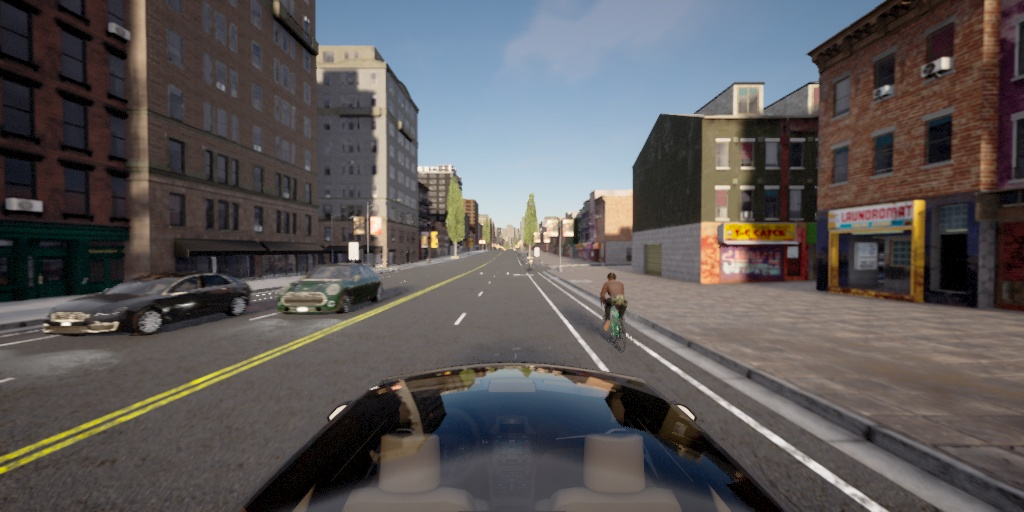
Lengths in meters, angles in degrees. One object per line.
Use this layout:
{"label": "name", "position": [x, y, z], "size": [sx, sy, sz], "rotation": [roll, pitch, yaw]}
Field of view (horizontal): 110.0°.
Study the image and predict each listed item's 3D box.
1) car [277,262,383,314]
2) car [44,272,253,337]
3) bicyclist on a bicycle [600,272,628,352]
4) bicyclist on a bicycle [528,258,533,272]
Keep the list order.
{"label": "car", "position": [-6.600, 1.082, 13.529], "size": [2.097, 1.767, 4.553], "rotation": [0, 0, 0]}
{"label": "car", "position": [-9.851, 1.244, 10.347], "size": [1.837, 1.490, 4.892], "rotation": [0, 0, 0]}
{"label": "bicyclist on a bicycle", "position": [2.250, 1.196, 7.940], "size": [0.582, 1.620, 1.656], "rotation": [0, 0, 0]}
{"label": "bicyclist on a bicycle", "position": [2.231, 1.025, 41.981], "size": [0.866, 1.612, 1.509], "rotation": [0, 0, 0]}
